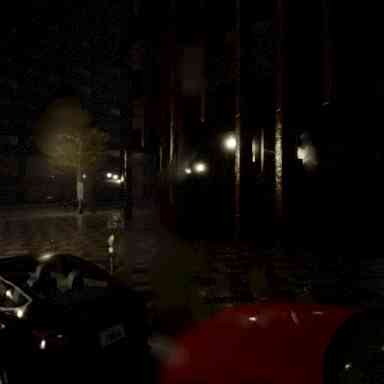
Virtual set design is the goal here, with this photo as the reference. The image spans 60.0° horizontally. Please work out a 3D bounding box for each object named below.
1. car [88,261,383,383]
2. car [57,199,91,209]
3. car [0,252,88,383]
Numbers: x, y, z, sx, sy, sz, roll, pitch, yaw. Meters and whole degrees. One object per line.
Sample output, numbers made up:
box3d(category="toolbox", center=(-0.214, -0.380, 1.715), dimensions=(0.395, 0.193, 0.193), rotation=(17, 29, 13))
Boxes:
box3d(category="car", center=(2.050, 1.315, 1.503), dimensions=(5.009, 1.841, 2.192), rotation=(0, 0, 35))
box3d(category="car", center=(-15.201, 1.531, 43.725), dimensions=(1.895, 1.301, 4.718), rotation=(0, 0, 35))
box3d(category="car", center=(-2.541, 1.566, 4.773), dimensions=(4.313, 1.339, 1.947), rotation=(0, 0, 35))
